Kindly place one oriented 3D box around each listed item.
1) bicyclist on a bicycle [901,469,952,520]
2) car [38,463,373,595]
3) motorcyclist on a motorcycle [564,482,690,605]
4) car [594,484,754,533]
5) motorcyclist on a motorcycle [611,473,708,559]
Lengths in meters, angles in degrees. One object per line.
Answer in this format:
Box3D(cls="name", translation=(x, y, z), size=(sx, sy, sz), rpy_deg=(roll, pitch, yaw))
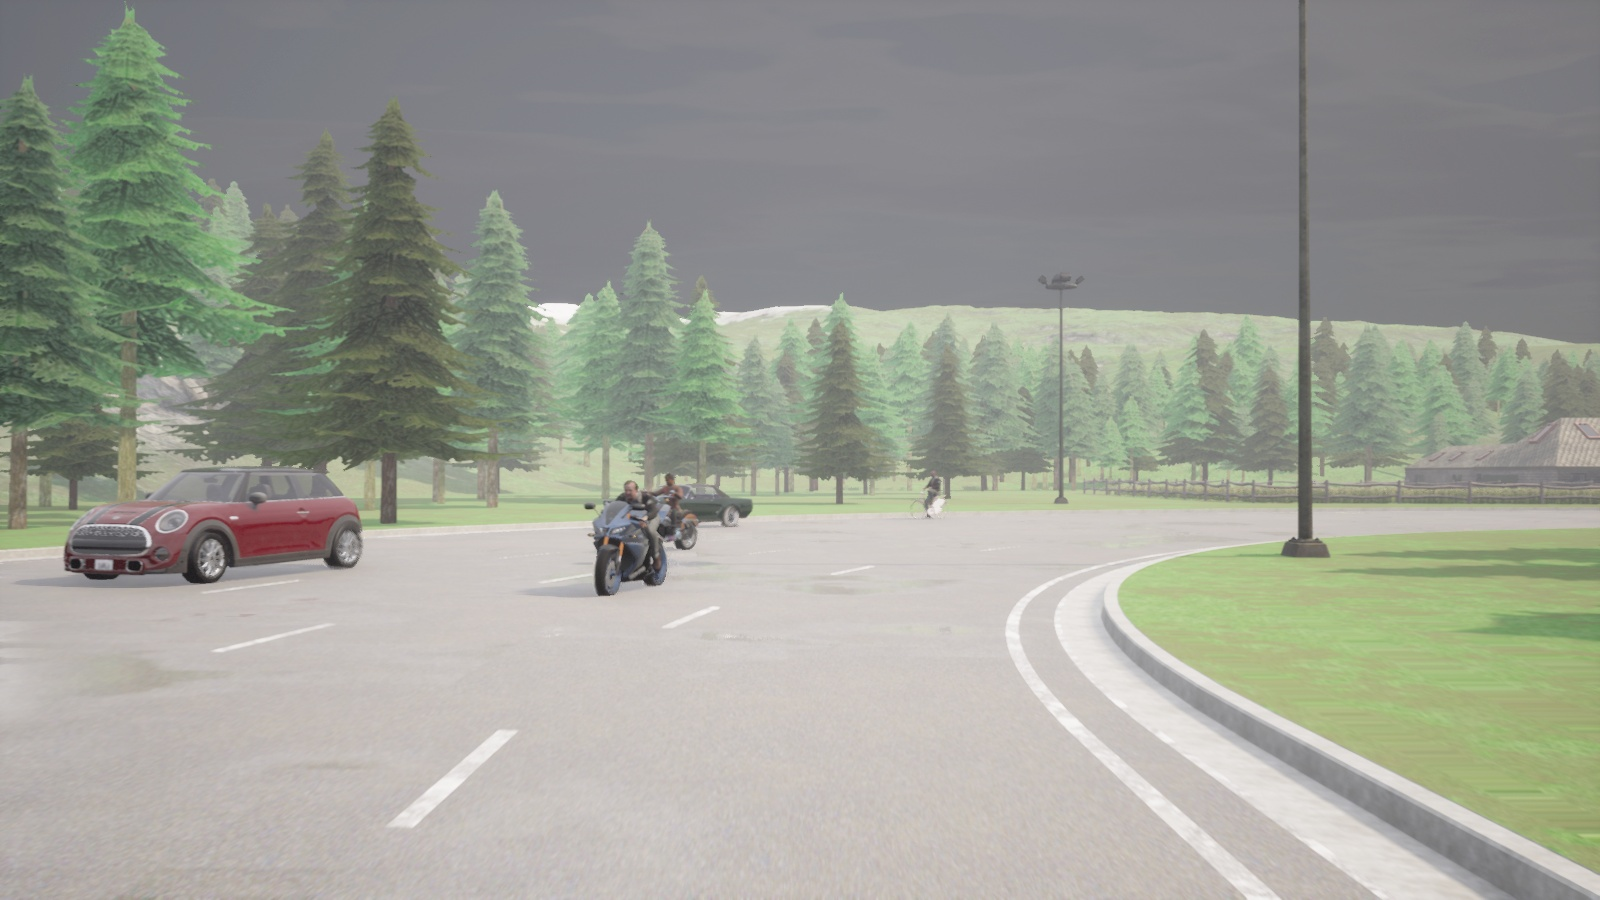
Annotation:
Box3D(cls="bicyclist on a bicycle", translation=(4.547, 1.582, 44.989), size=(1.843, 1.776, 0.659), rpy_deg=(1, -1, -37))
Box3D(cls="car", translation=(-8.875, 1.104, 19.273), size=(2.097, 1.767, 4.553), rpy_deg=(-1, -1, 17))
Box3D(cls="motorcyclist on a motorcycle", translation=(-2.293, 1.208, 16.989), size=(0.866, 1.530, 2.191), rpy_deg=(0, -1, 16))
Box3D(cls="car", translation=(-3.645, 1.685, 37.072), size=(1.895, 1.301, 4.718), rpy_deg=(-1, -2, 40))
Box3D(cls="motorcyclist on a motorcycle", translation=(-2.804, 1.295, 25.408), size=(0.766, 1.649, 2.350), rpy_deg=(0, -1, 27))
